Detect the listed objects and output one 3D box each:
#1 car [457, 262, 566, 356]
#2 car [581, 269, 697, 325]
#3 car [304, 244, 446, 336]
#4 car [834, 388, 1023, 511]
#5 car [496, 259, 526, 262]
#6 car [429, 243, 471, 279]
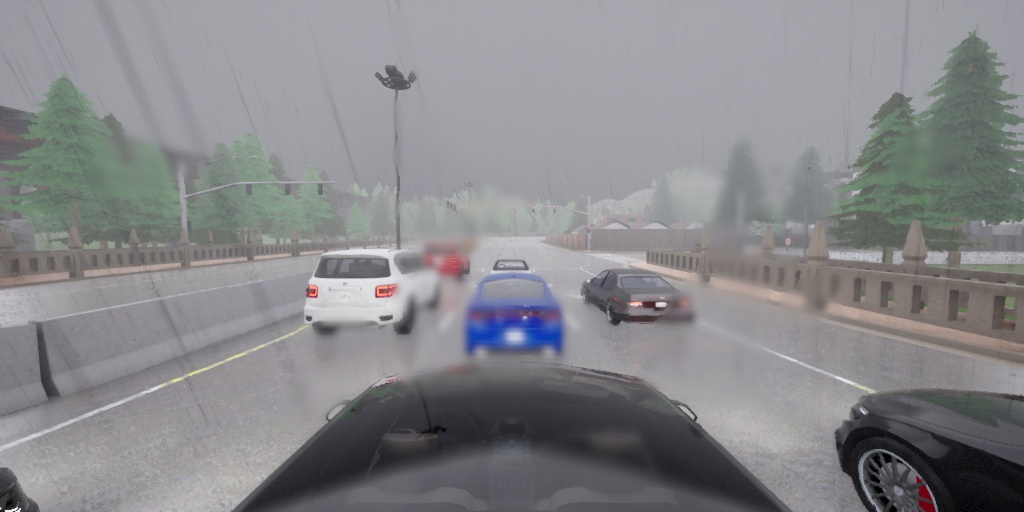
[{"bbox_3d":[0.035,1.115,8.422,1.882,1.535,5.008,0,2,0],"label":"car"},{"bbox_3d":[3.506,1.093,10.985,2.033,1.411,5.357,0,2,-1],"label":"car"},{"bbox_3d":[-3.480,0.803,10.055,2.150,2.045,5.566,0,2,-1],"label":"car"},{"bbox_3d":[3.603,1.276,0.986,1.812,1.442,4.674,0,0,-1],"label":"car"},{"bbox_3d":[-0.065,0.795,17.472,1.895,1.301,4.718,0,3,-1],"label":"car"},{"bbox_3d":[-3.594,0.259,20.044,2.150,2.045,5.566,0,4,-1],"label":"car"}]
